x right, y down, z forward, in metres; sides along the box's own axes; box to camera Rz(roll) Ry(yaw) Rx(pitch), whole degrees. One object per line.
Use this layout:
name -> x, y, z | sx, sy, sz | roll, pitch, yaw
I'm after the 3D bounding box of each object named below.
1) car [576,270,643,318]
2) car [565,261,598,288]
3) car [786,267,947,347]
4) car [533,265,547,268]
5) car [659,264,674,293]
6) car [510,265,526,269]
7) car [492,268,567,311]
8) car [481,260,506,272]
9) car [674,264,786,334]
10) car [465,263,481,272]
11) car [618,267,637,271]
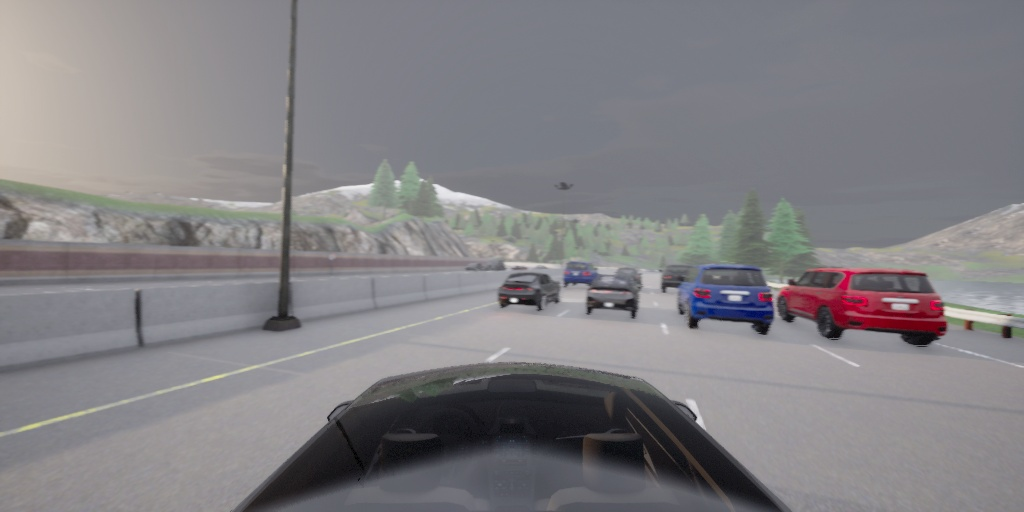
car -> 4.195, 1.524, 14.669 | 2.128, 1.511, 4.902 | 1, -1, 20
car -> 5.616, 1.481, 28.966 | 2.150, 2.045, 5.566 | 1, -1, 20
car -> 10.399, 1.379, 11.257 | 2.150, 2.045, 5.566 | 1, -1, 20
car -> 4.621, 2.168, 58.908 | 2.033, 1.411, 5.357 | 1, -1, 16
car -> 12.172, 1.626, 26.518 | 2.150, 2.045, 5.566 | 1, -1, 20
car -> 1.120, 2.134, 59.438 | 1.895, 1.301, 4.718 | 1, -1, 16
car -> 0.910, 1.465, 15.876 | 1.837, 1.490, 4.892 | 1, 0, 20
car -> -2.691, 1.643, 58.792 | 2.150, 2.045, 5.566 | 1, -1, 17
car -> 7.103, 1.305, 12.435 | 2.150, 2.045, 5.566 | 1, -1, 20
car -> -6.166, 1.840, 59.415 | 1.837, 1.490, 4.892 | 2, -1, 17
car -> 9.246, 1.704, 28.693 | 2.097, 1.767, 4.553 | 1, -1, 20
